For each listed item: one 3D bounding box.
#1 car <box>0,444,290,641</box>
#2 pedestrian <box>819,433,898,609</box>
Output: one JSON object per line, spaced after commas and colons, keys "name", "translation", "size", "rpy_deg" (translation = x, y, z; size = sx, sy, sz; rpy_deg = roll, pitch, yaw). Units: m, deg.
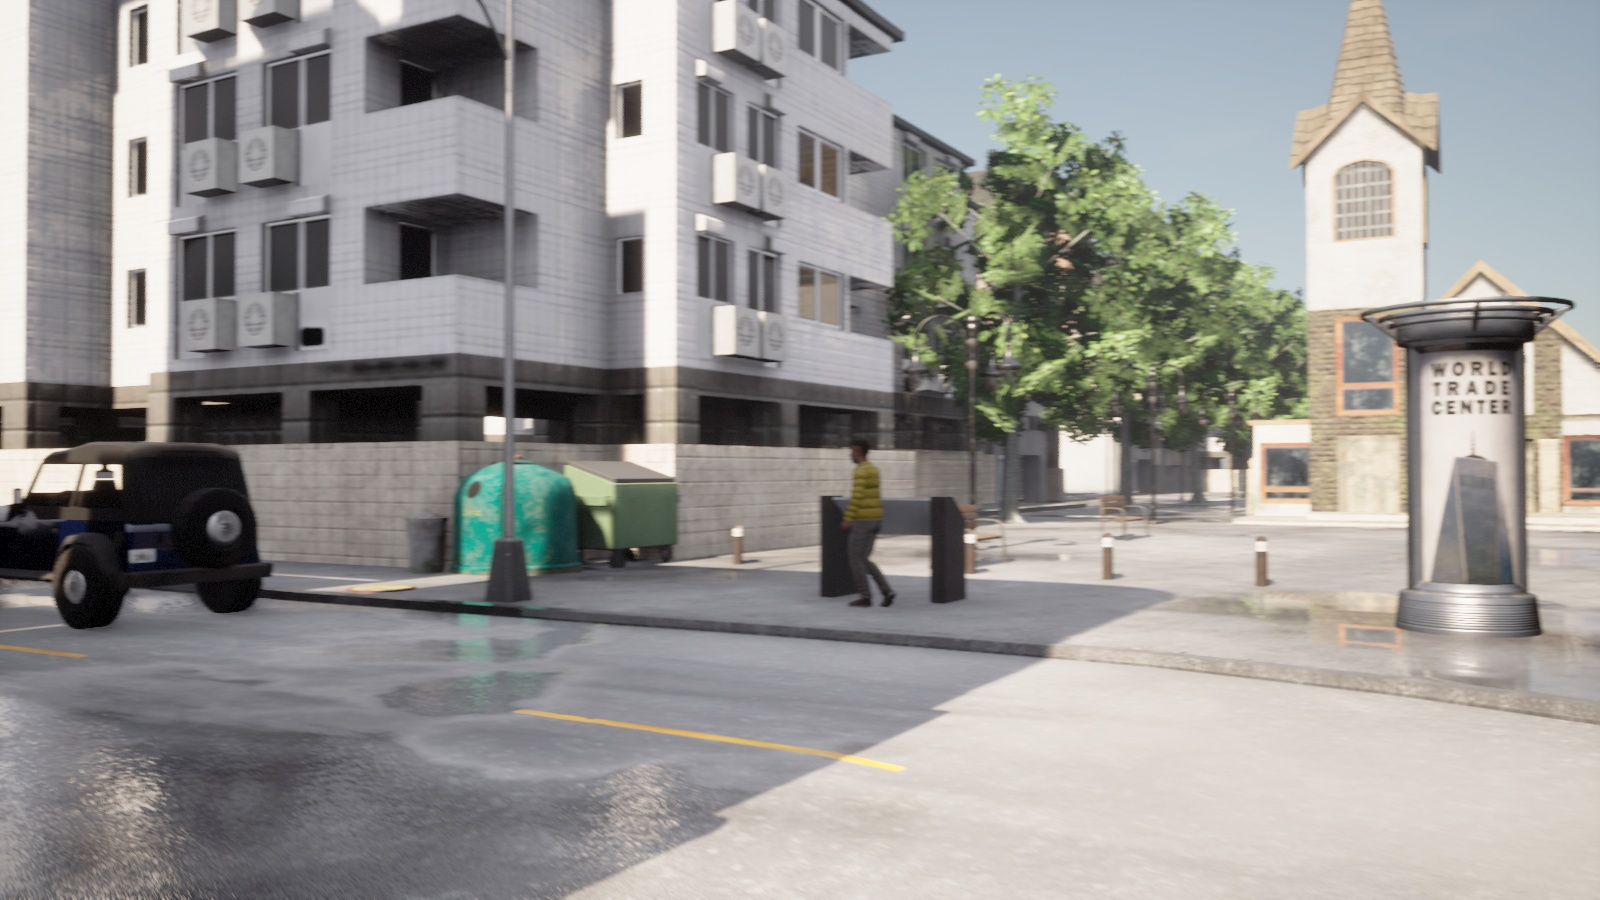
{"name": "car", "translation": [-7.691, 0.922, 13.773], "size": [3.866, 1.878, 1.905], "rpy_deg": [-1, -1, 30]}
{"name": "pedestrian", "translation": [0.630, 0.752, 13.509], "size": [0.709, 1.840, 0.431], "rpy_deg": [-1, -1, 29]}
